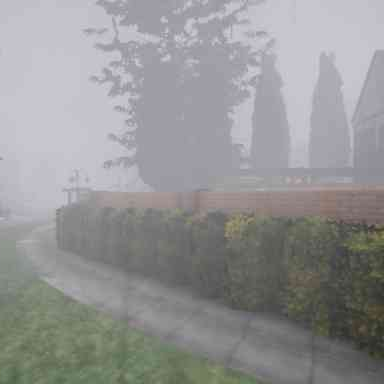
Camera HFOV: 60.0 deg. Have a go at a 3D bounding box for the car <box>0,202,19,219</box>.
[{"bbox_3d":[-17.744,1.759,29.529,1.837,1.490,4.892,-1,-1,0],"label":"car"}]

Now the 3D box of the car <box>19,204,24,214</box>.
[{"bbox_3d":[-21.383,1.849,38.427,1.882,1.535,5.008,0,-1,1],"label":"car"}]
